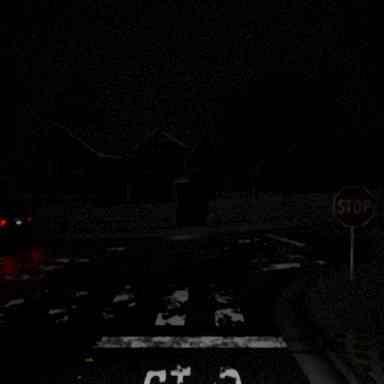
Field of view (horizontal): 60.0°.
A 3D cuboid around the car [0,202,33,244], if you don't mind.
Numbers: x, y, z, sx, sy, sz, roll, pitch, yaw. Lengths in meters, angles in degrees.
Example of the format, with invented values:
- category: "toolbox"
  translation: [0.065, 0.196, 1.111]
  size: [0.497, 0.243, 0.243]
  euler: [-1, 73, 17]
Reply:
- category: "car"
  translation: [-10.263, 1.547, 15.683]
  size: [5.566, 2.045, 2.150]
  euler: [-2, 0, 18]
